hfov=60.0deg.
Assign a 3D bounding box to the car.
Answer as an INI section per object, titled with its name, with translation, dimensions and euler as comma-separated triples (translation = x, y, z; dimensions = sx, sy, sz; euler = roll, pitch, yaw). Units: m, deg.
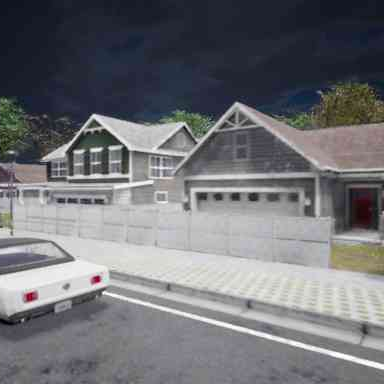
[car]
translation = -3.934, 1.603, 6.801
dimensions = 4.718, 1.301, 1.895
euler = 0, 0, 36
